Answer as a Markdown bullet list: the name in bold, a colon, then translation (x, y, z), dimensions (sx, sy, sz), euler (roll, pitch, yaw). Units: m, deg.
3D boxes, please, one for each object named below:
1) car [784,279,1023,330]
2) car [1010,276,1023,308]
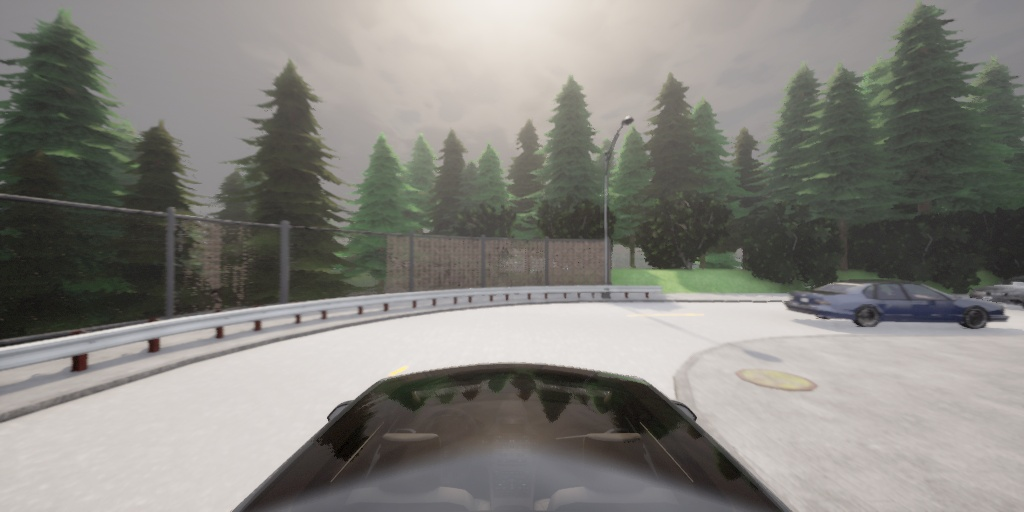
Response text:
- **car**: translation (11.946, 1.476, 11.446), dimensions (5.357, 1.411, 2.033), euler (0, -1, 4)
- **car**: translation (22.831, 1.557, 15.493), dimensions (4.674, 1.442, 1.812), euler (0, -1, -1)
